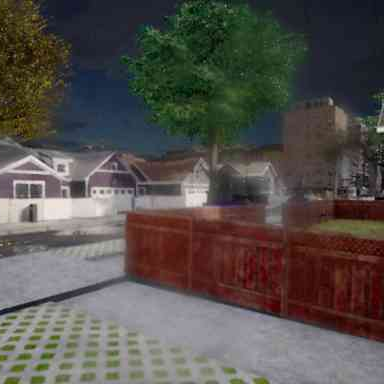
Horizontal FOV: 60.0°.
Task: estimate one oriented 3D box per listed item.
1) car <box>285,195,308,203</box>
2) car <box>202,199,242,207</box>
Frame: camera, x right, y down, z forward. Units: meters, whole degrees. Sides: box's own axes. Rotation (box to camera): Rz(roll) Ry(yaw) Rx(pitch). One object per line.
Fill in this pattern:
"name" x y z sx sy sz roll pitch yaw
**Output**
"car" 14.567 1.222 46.422 2.097 1.767 4.553 0 0 35
"car" 2.719 1.318 29.971 1.882 1.535 5.008 0 0 36
